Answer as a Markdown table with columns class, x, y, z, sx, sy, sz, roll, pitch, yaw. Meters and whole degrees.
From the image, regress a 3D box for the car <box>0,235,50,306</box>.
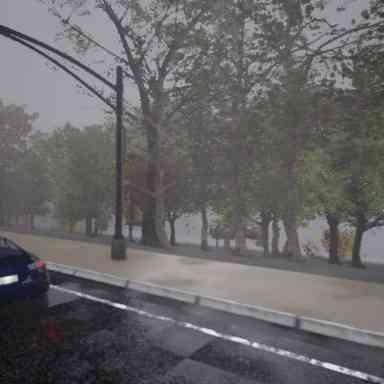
| class | x | y | z | sx | sy | sz | roll | pitch | yaw |
| --- | --- | --- | --- | --- | --- | --- | --- | --- | --- |
| car | -4.986 | 1.572 | 7.235 | 4.181 | 1.385 | 1.994 | 0 | 0 | 35 |
